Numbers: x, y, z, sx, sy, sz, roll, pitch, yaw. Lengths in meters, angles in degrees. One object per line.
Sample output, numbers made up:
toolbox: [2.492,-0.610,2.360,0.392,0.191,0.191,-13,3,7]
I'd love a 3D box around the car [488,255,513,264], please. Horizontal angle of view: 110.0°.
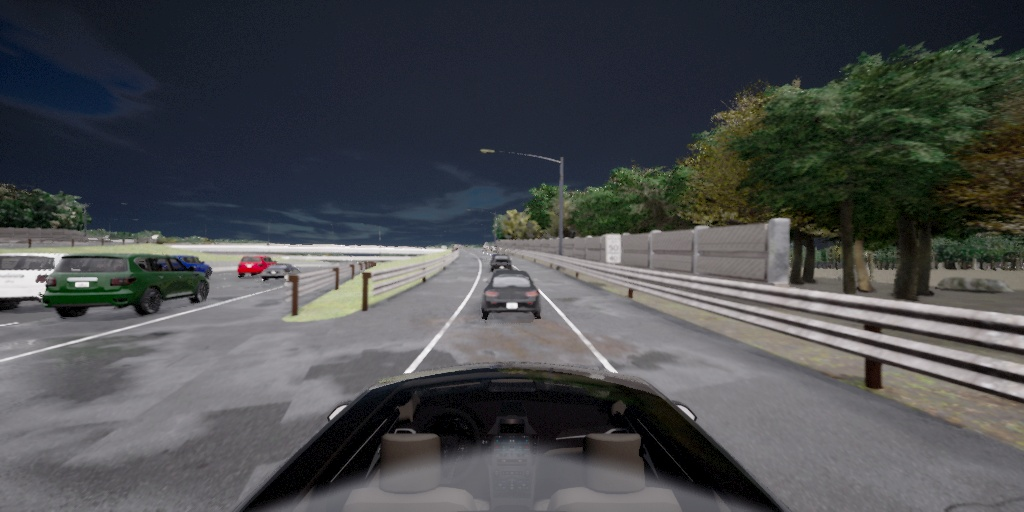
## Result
car: [-0.998,0.600,31.902,1.837,1.490,4.892,0,2,-4]

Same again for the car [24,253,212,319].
car: [-13.338,0.942,12.937,2.150,2.045,5.566,1,-1,-19]

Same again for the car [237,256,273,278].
car: [-24.369,1.014,34.598,2.150,2.045,5.566,1,0,-19]

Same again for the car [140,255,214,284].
car: [-25.765,0.954,27.913,2.150,2.045,5.566,1,0,-19]

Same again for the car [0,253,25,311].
car: [-17.410,0.924,14.344,2.150,2.045,5.566,1,0,-19]

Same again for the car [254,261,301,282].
car: [-19.166,1.346,29.940,2.033,1.411,5.357,1,0,-19]

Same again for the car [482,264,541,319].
car: [-0.051,1.202,12.400,1.812,1.442,4.674,0,1,-1]
